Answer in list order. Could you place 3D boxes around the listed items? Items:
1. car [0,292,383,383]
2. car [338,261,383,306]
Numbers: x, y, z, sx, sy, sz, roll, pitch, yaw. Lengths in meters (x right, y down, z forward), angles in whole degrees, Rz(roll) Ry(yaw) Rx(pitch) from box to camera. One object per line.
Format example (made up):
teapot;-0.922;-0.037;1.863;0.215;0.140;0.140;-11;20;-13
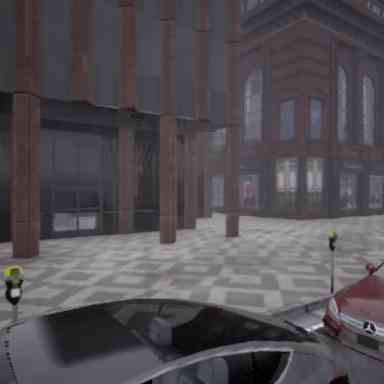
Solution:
car;-0.818;1.540;1.974;4.313;1.339;1.947;0;1;-34
car;3.831;1.560;5.162;4.206;1.307;1.802;0;0;-34
